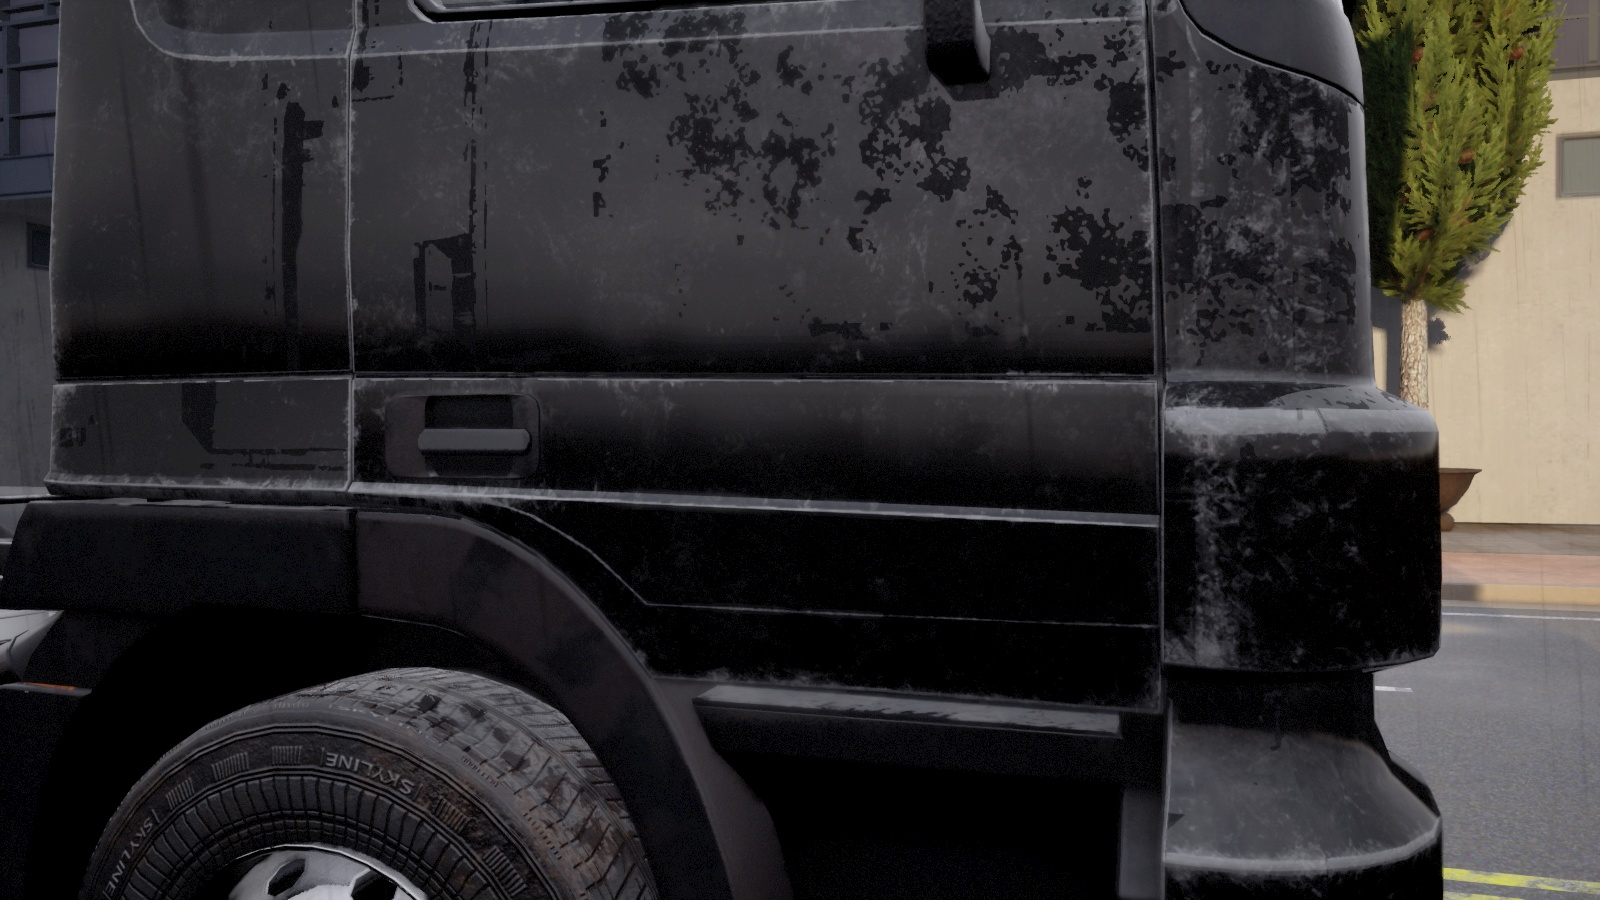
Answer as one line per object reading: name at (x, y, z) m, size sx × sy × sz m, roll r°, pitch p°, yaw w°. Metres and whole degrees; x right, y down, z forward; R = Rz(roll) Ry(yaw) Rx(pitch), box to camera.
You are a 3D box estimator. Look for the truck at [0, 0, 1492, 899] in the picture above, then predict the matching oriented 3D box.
truck at (-2.510, -0.230, 4.057) m, size 7.936 × 3.462 × 2.891 m, roll 1°, pitch 1°, yaw 19°
